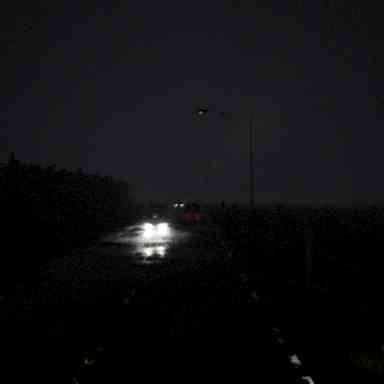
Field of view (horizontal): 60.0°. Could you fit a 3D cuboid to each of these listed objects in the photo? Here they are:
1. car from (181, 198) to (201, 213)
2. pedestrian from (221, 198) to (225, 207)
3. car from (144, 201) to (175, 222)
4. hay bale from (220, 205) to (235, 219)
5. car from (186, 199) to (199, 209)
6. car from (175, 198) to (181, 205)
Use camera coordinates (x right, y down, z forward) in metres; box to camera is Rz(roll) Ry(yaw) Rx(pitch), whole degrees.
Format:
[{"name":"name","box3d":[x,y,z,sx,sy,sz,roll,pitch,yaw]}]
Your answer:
[{"name":"car","box3d":[0.088,1.681,40.160,2.128,1.511,4.902,0,0,1]},{"name":"pedestrian","box3d":[2.869,1.441,30.830,0.375,1.860,0.375,0,0,-2]},{"name":"car","box3d":[-2.809,1.614,27.736,2.128,1.511,4.902,0,0,0]},{"name":"hay bale","box3d":[3.172,1.788,29.731,1.220,1.180,1.240,0,0,0]},{"name":"car","box3d":[0.076,1.803,52.076,2.033,1.411,5.357,0,0,0]},{"name":"car","box3d":[-2.651,1.892,69.022,2.033,1.411,5.357,0,0,0]}]
